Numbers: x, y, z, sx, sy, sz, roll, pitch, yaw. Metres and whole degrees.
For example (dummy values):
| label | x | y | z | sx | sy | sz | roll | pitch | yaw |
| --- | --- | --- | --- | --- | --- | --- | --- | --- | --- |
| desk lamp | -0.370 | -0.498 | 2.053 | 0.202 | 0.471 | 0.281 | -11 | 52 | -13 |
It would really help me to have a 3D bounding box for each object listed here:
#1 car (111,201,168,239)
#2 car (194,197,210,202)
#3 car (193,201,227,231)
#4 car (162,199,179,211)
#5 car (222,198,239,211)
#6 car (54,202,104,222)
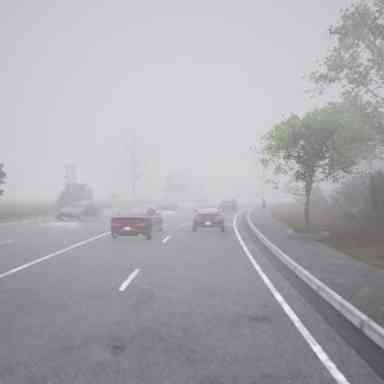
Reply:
| label | x | y | z | sx | sy | sz | roll | pitch | yaw |
| --- | --- | --- | --- | --- | --- | --- | --- | --- | --- |
| car | -2.704 | 1.472 | 17.299 | 1.882 | 1.535 | 5.008 | 0 | 0 | 4 |
| car | 1.954 | 1.616 | 66.731 | 1.895 | 1.301 | 4.718 | 0 | 0 | 23 |
| car | 1.094 | 1.527 | 20.373 | 1.812 | 1.442 | 4.674 | 0 | 0 | 6 |
| car | -2.950 | 1.552 | 40.161 | 1.994 | 1.385 | 4.181 | 0 | 0 | 13 |
| car | 4.617 | 1.500 | 40.966 | 2.128 | 1.511 | 4.902 | 0 | 0 | 13 |
| car | -8.936 | 1.528 | 26.894 | 2.033 | 1.411 | 5.357 | 0 | 0 | 8 |
